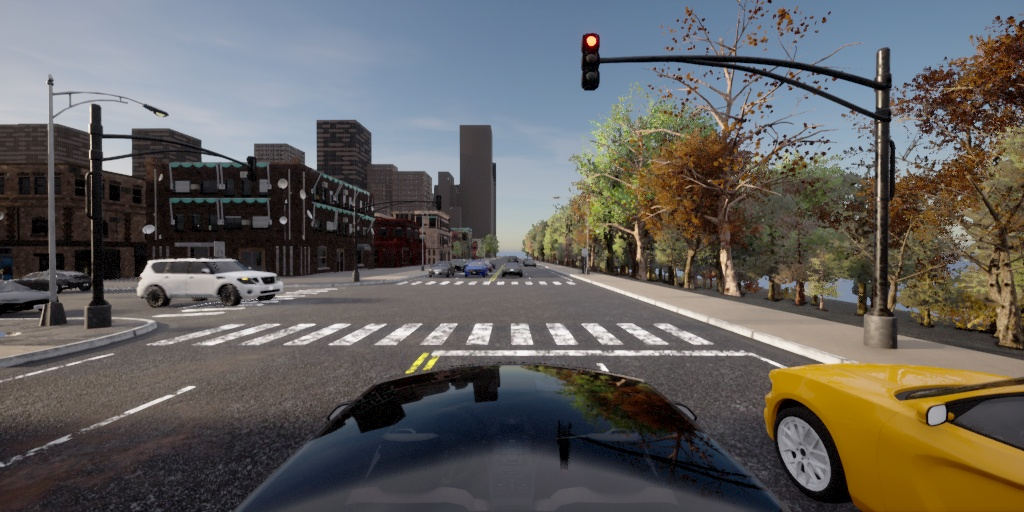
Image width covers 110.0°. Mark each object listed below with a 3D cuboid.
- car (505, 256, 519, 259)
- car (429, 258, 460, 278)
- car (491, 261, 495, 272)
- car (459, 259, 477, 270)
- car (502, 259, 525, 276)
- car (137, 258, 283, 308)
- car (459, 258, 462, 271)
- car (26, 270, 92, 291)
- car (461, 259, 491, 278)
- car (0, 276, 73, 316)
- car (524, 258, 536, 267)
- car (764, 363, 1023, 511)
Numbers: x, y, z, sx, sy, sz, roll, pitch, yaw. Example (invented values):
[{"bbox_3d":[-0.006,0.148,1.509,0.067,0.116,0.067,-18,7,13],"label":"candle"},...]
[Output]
[{"bbox_3d":[0.021,0.948,64.664,2.150,2.045,5.566,0,0,0],"label":"car"},{"bbox_3d":[-6.630,1.231,34.305,2.128,1.511,4.902,0,0,0],"label":"car"},{"bbox_3d":[-3.388,1.260,44.093,1.812,1.442,4.674,0,0,0],"label":"car"},{"bbox_3d":[-6.642,1.221,54.548,2.128,1.511,4.902,0,0,0],"label":"car"},{"bbox_3d":[0.020,1.303,36.258,1.994,1.385,4.181,0,0,0],"label":"car"},{"bbox_3d":[-13.256,1.100,15.859,5.566,2.045,2.150,-1,0,5],"label":"car"},{"bbox_3d":[-6.641,1.087,44.179,2.097,1.767,4.553,0,0,0],"label":"car"},{"bbox_3d":[-28.305,1.559,22.000,4.403,1.370,2.007,0,0,0],"label":"car"},{"bbox_3d":[-3.381,1.217,34.697,1.882,1.535,5.008,0,0,0],"label":"car"},{"bbox_3d":[-19.961,1.564,13.498,4.313,1.339,1.948,0,0,0],"label":"car"},{"bbox_3d":[3.266,1.289,64.501,1.994,1.385,4.181,0,0,1],"label":"car"},{"bbox_3d":[3.351,1.228,1.397,1.882,1.535,5.008,0,0,0],"label":"car"}]
